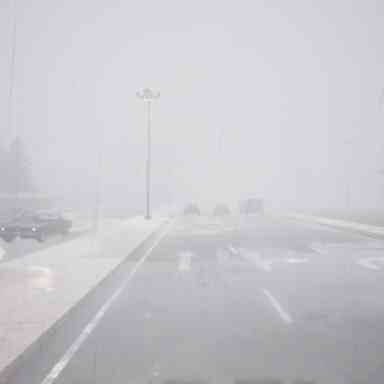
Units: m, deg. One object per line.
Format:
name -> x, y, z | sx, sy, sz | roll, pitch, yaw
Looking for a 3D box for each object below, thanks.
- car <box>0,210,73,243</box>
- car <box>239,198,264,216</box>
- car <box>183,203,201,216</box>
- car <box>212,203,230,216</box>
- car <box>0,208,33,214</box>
car -> -8.047, 1.840, 17.621 | 1.895, 1.301, 4.718 | 0, -1, 1
car -> 6.988, 1.749, 39.186 | 2.150, 2.045, 5.566 | 0, -1, 0
car -> -0.012, 2.043, 39.952 | 1.837, 1.490, 4.892 | 0, 0, 0
car -> 3.487, 2.065, 40.191 | 1.812, 1.442, 4.674 | 0, -1, 0
car -> -11.506, 1.791, 21.595 | 2.128, 1.511, 4.902 | 0, -1, 0
